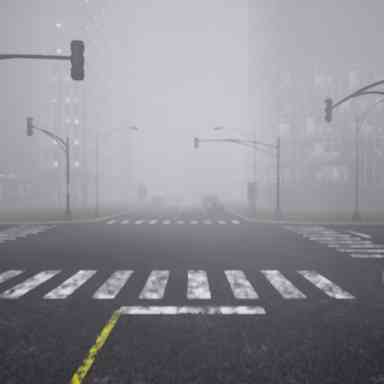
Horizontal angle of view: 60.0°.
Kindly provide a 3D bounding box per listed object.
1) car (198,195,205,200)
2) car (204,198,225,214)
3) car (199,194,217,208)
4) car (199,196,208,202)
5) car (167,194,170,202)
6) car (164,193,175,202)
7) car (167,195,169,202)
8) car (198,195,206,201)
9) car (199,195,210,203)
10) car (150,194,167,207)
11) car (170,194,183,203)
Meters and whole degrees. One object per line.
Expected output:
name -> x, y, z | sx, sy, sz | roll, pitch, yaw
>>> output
car -> 2.491, 1.495, 90.283 | 1.752, 1.417, 4.829 | -1, 0, 0
car -> 2.498, 1.577, 34.867 | 1.802, 1.307, 4.206 | -1, 0, 0
car -> 2.507, 1.307, 45.916 | 2.192, 1.841, 5.009 | -1, 0, 0
car -> 2.503, 1.525, 73.539 | 1.887, 1.381, 4.507 | -1, 0, 0
car -> -5.379, 1.420, 73.508 | 1.967, 1.590, 4.097 | -1, 0, 0
car -> -5.384, 1.292, 79.033 | 2.192, 1.841, 5.009 | -1, 0, 0
car -> -5.365, 1.570, 56.935 | 1.802, 1.307, 4.206 | -1, 0, 0
car -> 2.496, 1.555, 84.588 | 1.802, 1.307, 4.206 | -1, 0, 0
car -> 2.505, 1.423, 68.014 | 1.967, 1.590, 4.097 | -1, 0, 0
car -> -5.363, 1.431, 51.410 | 1.967, 1.590, 4.097 | -1, 0, 0
car -> -2.797, 1.374, 67.128 | 2.097, 1.767, 4.553 | 0, 0, 0
